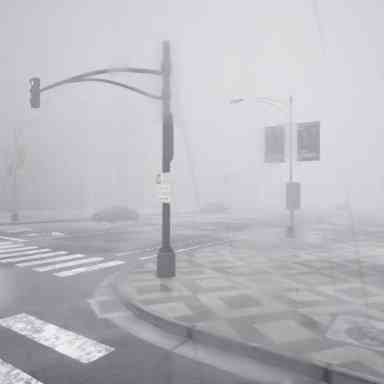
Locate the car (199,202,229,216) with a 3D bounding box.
[{"bbox_3d":[2.738,2.032,40.483,1.837,1.490,4.892,0,-1,36],"label":"car"}]

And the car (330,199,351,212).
[{"bbox_3d":[24.538,2.383,54.115,2.128,1.511,4.902,0,-1,36],"label":"car"}]

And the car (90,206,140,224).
[{"bbox_3d":[-6.318,1.860,27.699,1.994,1.385,4.181,0,-1,35],"label":"car"}]
